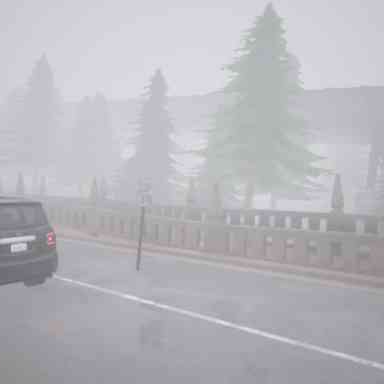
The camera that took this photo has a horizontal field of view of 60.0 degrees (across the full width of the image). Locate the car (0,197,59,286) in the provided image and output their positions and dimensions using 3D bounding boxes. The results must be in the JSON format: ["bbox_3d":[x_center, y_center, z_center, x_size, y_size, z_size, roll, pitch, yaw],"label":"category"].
[{"bbox_3d":[-5.482,1.122,7.904,5.566,2.045,2.150,1,0,36],"label":"car"}]
